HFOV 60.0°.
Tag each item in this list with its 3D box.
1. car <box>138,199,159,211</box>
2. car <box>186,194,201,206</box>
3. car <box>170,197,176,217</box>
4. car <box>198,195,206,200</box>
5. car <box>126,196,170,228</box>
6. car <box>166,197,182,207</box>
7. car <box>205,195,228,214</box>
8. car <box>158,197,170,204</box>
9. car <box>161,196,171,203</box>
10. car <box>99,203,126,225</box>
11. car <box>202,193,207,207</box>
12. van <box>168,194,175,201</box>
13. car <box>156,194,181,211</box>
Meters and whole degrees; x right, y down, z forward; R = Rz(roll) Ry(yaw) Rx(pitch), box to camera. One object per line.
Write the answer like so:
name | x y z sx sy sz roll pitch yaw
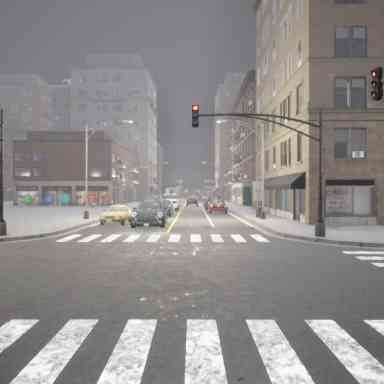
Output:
car | -5.342 1.552 41.095 2.008 1.369 4.403 0 0 0
car | 0.062 1.508 54.044 1.837 1.490 4.892 0 0 0
car | -2.804 1.506 31.615 1.837 1.490 4.892 0 0 0
car | 2.742 1.575 92.042 1.947 1.339 4.313 0 0 0
car | -2.752 1.352 21.874 2.097 1.767 4.553 0 0 -2
car | -2.747 1.550 51.846 2.033 1.411 5.357 0 0 1
car | 2.677 1.441 35.423 1.967 1.590 4.097 0 0 0
car | -5.316 1.586 63.743 1.802 1.307 4.206 0 0 0
car | -5.309 1.530 69.235 1.752 1.417 4.829 0 0 0
car | -5.361 1.526 23.939 1.752 1.417 4.829 0 0 0
car | 2.683 1.317 41.085 2.192 1.841 5.009 0 0 0
van | -5.290 1.349 86.390 1.690 1.788 3.998 0 0 0
car | -2.760 1.223 41.427 2.150 2.045 5.566 0 0 0
